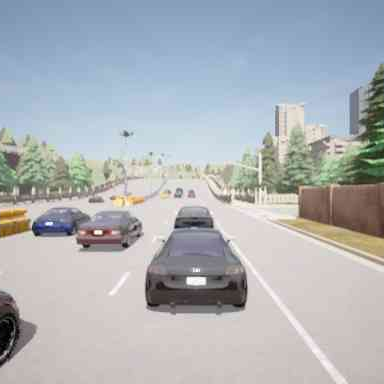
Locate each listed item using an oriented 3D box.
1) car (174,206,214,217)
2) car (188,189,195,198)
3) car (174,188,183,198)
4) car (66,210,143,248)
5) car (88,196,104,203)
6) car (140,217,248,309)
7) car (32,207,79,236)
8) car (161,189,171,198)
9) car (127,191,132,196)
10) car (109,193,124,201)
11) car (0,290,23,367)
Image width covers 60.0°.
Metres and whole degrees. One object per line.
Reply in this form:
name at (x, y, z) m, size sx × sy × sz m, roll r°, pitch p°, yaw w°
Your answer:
car at (0.102, 1.422, 16.884) m, size 1.882 × 1.535 × 5.008 m, roll 0°, pitch 0°, yaw 0°
car at (-0.106, 0.787, 87.508) m, size 1.994 × 1.385 × 4.181 m, roll 0°, pitch 5°, yaw 0°
car at (-3.603, 0.620, 87.045) m, size 2.097 × 1.767 × 4.553 m, roll 0°, pitch 3°, yaw 0°
car at (-3.393, 1.500, 14.530) m, size 2.033 × 1.411 × 5.357 m, roll 0°, pitch 0°, yaw 0°
car at (-17.544, 1.366, 60.692) m, size 1.994 × 1.385 × 4.181 m, roll 0°, pitch 0°, yaw 1°
car at (0.097, 1.538, 7.894) m, size 1.994 × 1.385 × 4.181 m, roll 0°, pitch 0°, yaw 1°
car at (-6.899, 1.504, 18.093) m, size 1.994 × 1.385 × 4.181 m, roll 0°, pitch 0°, yaw 0°
car at (-7.103, 0.741, 87.063) m, size 1.882 × 1.535 × 5.008 m, roll 0°, pitch 3°, yaw 0°
car at (-17.625, 0.500, 90.911) m, size 1.895 × 1.301 × 4.718 m, roll 0°, pitch 3°, yaw 0°
car at (-17.540, 1.313, 75.677) m, size 1.895 × 1.301 × 4.718 m, roll 0°, pitch 0°, yaw 0°
car at (-3.396, 1.554, 3.036) m, size 1.994 × 1.385 × 4.181 m, roll 0°, pitch 0°, yaw 0°
